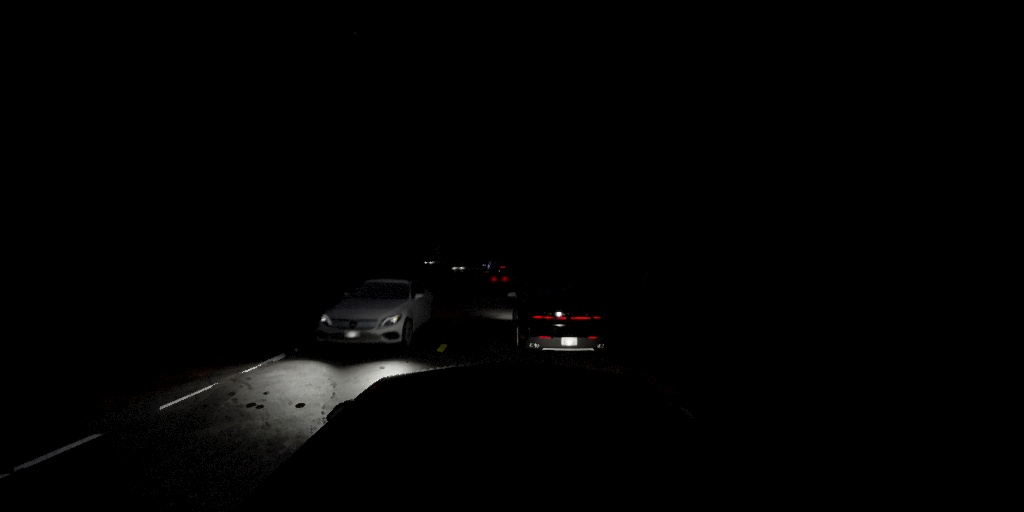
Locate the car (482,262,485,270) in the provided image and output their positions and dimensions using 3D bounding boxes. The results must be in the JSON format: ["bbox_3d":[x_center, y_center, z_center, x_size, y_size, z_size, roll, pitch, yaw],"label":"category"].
[{"bbox_3d":[-2.915,1.278,49.074,2.033,1.411,5.357,1,1,-13],"label":"car"}]

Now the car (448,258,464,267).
[{"bbox_3d":[-9.429,1.077,60.206,2.033,1.411,5.357,0,1,-20],"label":"car"}]

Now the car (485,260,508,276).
[{"bbox_3d":[-1.536,1.328,38.986,2.128,1.511,4.902,1,0,-6],"label":"car"}]

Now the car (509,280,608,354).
[{"bbox_3d":[0.984,1.352,9.061,1.837,1.490,4.892,1,0,-2],"label":"car"}]

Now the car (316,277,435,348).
[{"bbox_3d":[-3.214,1.293,9.410,1.812,1.442,4.674,1,0,-2],"label":"car"}]
